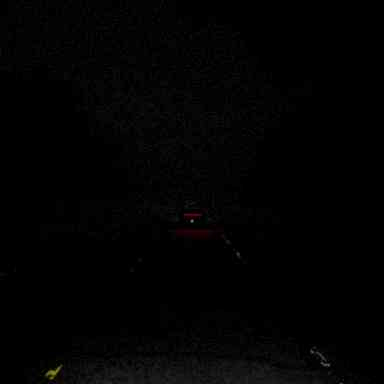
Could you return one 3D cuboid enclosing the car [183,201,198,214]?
[{"bbox_3d":[-0.197,1.907,41.177,1.812,1.442,4.674,0,-1,-1],"label":"car"}]

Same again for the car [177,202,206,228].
[{"bbox_3d":[0.002,1.664,23.637,2.128,1.511,4.902,0,0,0],"label":"car"}]
